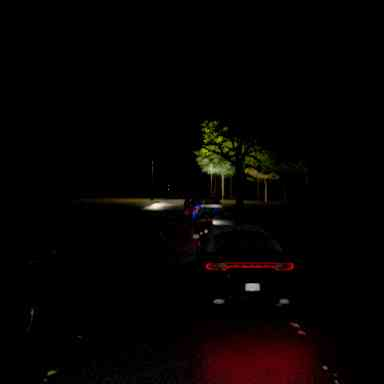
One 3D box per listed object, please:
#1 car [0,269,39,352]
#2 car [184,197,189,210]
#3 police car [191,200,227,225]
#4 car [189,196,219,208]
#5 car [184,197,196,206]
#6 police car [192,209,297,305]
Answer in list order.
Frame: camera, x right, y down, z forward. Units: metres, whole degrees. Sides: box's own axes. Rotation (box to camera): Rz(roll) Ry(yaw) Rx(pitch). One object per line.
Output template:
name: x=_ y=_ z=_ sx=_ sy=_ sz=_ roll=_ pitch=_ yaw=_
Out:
car: x=-3.502 y=1.582 z=3.766 sx=1.994 sy=1.385 sz=4.181 roll=0 pitch=0 yaw=0
car: x=-0.135 y=1.560 z=44.978 sx=2.128 sy=1.511 sz=4.902 roll=0 pitch=0 yaw=0
police car: x=1.043 y=1.487 z=18.384 sx=1.930 sy=1.638 sz=5.238 roll=0 pitch=0 yaw=0
car: x=1.024 y=1.294 z=24.307 sx=2.150 sy=2.045 sz=5.566 roll=0 pitch=0 yaw=0
car: x=-0.316 y=1.608 z=59.386 sx=2.033 sy=1.411 sz=5.357 roll=0 pitch=0 yaw=-1
police car: x=1.056 y=1.460 z=8.377 sx=1.930 sy=1.638 sz=5.238 roll=0 pitch=0 yaw=0
